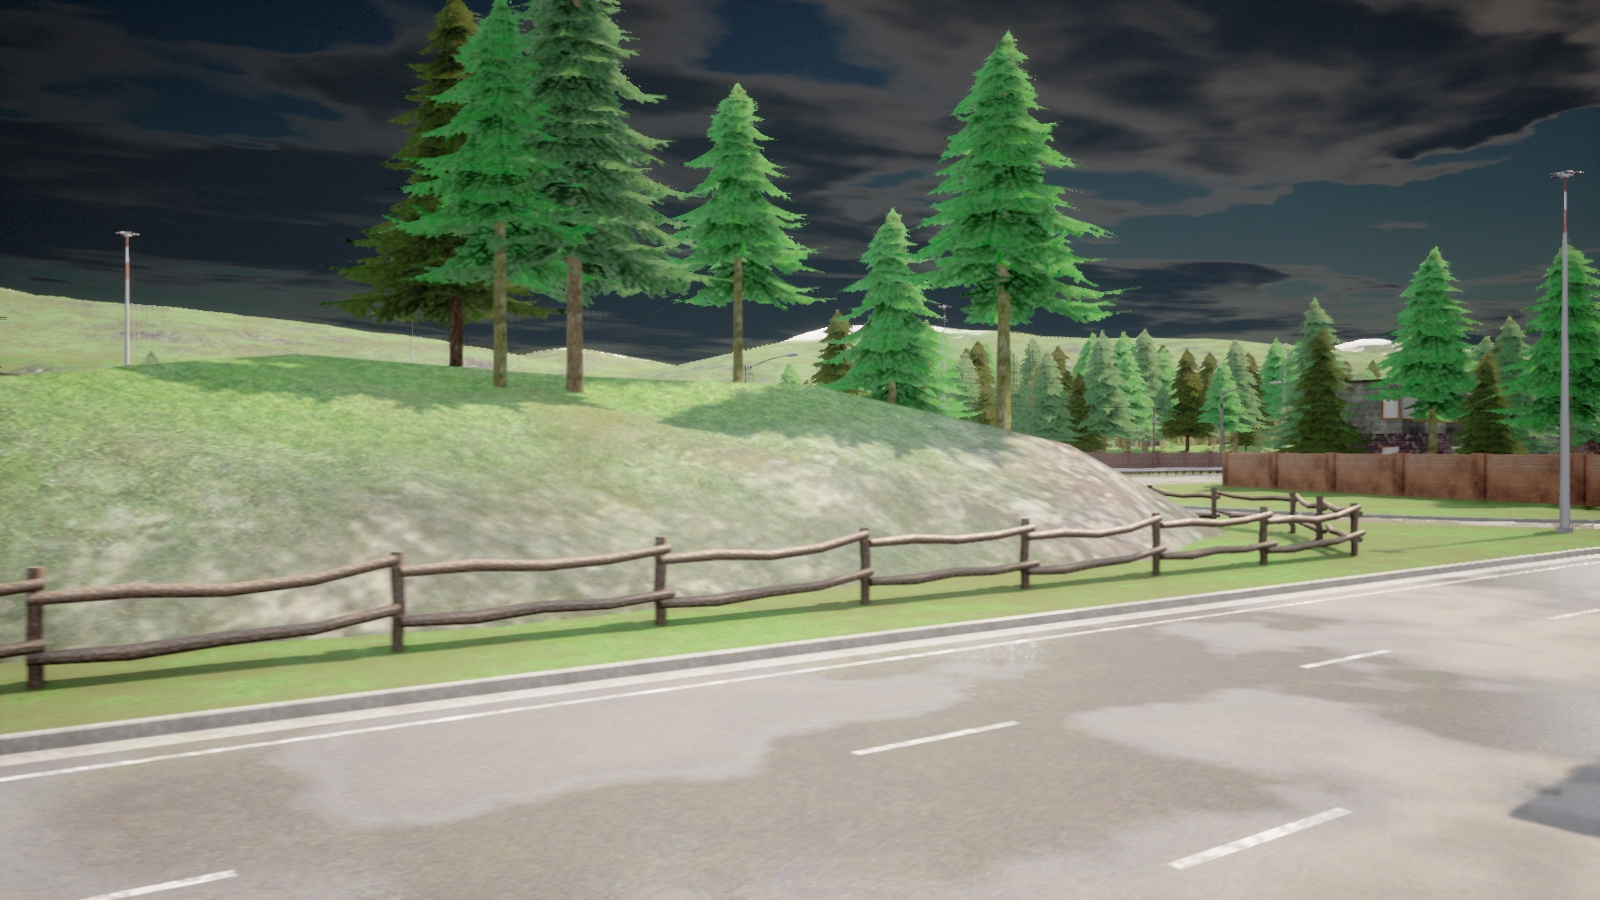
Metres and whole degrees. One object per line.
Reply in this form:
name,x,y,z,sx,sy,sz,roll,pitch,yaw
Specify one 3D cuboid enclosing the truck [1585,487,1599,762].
truck,10.032,1.570,10.830,5.204,2.467,2.627,0,0,-35
